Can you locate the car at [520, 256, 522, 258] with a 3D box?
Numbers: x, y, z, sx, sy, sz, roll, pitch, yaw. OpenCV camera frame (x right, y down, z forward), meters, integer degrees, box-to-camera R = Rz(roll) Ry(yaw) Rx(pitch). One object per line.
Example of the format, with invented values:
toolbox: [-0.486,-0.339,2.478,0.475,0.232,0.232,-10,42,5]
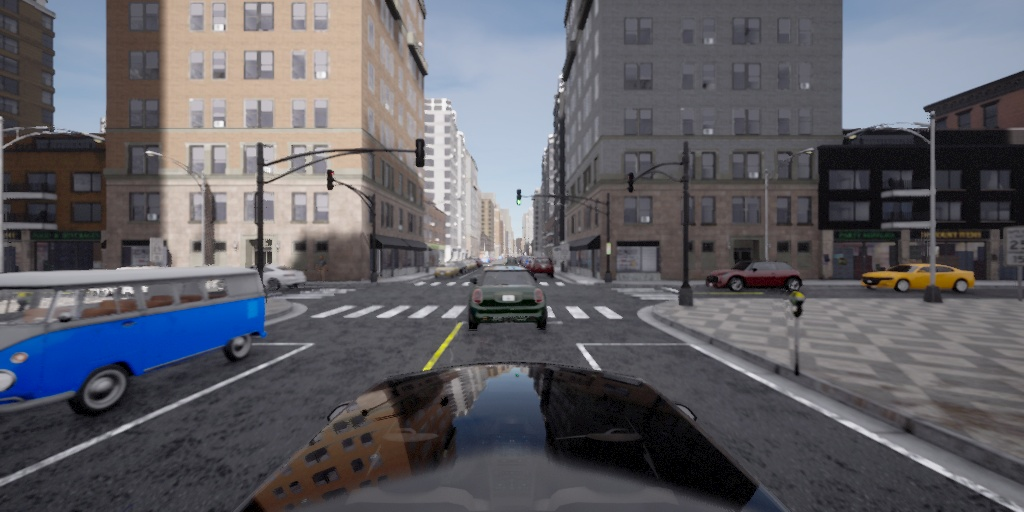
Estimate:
car: [2.676,1.075,61.102,1.751,1.417,4.829,0,0,0]

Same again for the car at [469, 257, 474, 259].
car: [-5.852,1.140,43.817,1.751,1.417,4.829,0,0,0]

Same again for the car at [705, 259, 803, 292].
car: [13.461,1.041,20.196,4.553,1.767,2.097,0,0,1]

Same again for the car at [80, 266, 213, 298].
car: [-17.627,1.219,17.466,4.674,1.442,1.812,0,0,1]

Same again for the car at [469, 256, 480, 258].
car: [-5.851,1.119,49.472,1.751,1.417,4.829,0,0,0]

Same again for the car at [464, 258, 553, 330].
car: [-0.254,1.080,11.242,2.097,1.767,4.553,0,0,-4]

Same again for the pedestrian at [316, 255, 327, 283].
pedestrian: [-12.548,0.824,23.625,0.375,1.860,0.375,0,0,1]

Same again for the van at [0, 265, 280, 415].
van: [-5.857,1.085,5.659,1.690,1.789,3.998,0,0,0]

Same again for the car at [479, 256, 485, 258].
car: [-5.851,0.886,55.297,2.192,1.841,5.009,0,0,0]

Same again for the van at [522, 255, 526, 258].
van: [2.674,0.934,49.619,1.690,1.789,3.998,0,0,0]

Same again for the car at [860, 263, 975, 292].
car: [22.529,1.171,20.049,5.008,1.535,1.882,0,0,1]

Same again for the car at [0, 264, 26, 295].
car: [-27.751,1.186,17.624,4.902,1.511,2.128,0,0,1]

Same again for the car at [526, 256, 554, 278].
car: [2.672,0.971,32.648,2.192,1.841,5.009,0,0,0]

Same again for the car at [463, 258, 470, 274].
car: [-5.853,1.202,38.332,1.948,1.339,4.313,0,0,0]

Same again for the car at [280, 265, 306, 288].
car: [-14.380,1.213,20.619,4.674,1.442,1.812,0,0,2]

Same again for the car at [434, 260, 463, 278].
car: [-5.854,1.182,32.507,1.751,1.417,4.829,0,0,0]
